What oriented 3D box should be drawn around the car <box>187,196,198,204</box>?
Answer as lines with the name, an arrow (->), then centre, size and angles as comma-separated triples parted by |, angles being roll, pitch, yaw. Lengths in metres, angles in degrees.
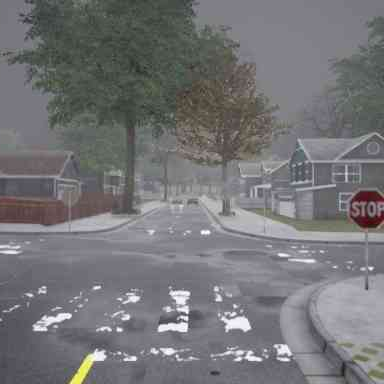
car -> 0.121, 1.555, 66.261 | 2.033, 1.411, 5.357 | 0, 0, 0

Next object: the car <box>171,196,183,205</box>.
car -> -2.640, 1.513, 60.434 | 1.837, 1.490, 4.892 | 0, 0, 0

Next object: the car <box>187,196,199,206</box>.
car -> 0.102, 1.512, 55.839 | 1.837, 1.490, 4.892 | 0, 0, 0
